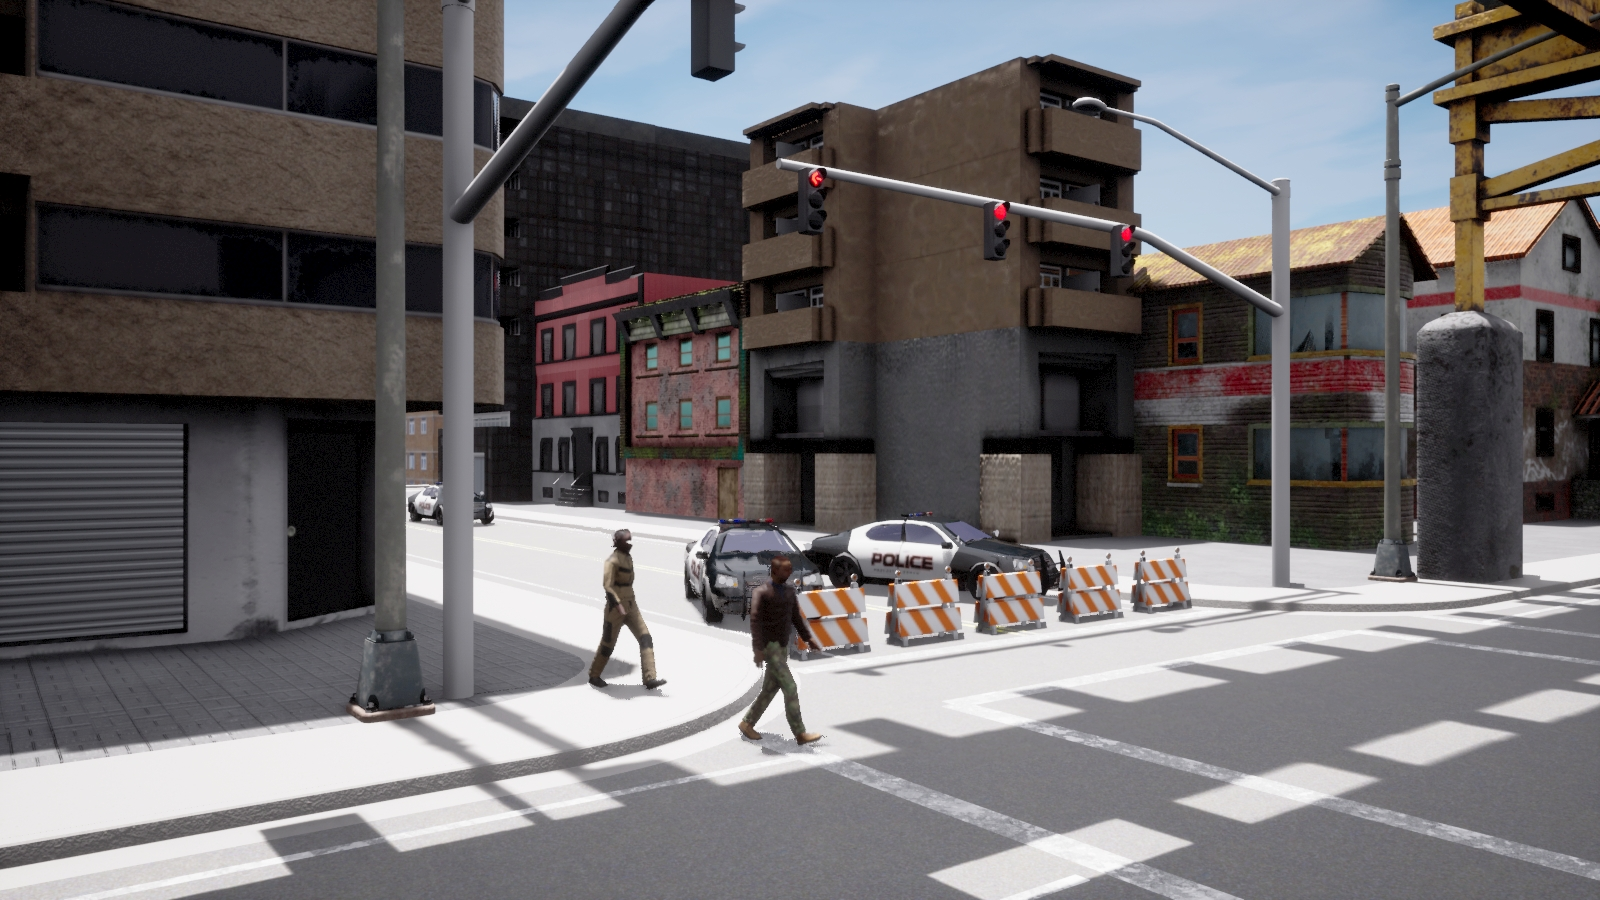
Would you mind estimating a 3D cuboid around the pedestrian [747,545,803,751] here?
[{"bbox_3d":[-0.235,1.848,10.798,0.375,1.860,0.375,0,0,38],"label":"pedestrian"}]

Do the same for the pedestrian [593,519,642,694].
[{"bbox_3d":[-2.005,1.701,12.565,0.375,1.860,0.375,0,0,32],"label":"pedestrian"}]
